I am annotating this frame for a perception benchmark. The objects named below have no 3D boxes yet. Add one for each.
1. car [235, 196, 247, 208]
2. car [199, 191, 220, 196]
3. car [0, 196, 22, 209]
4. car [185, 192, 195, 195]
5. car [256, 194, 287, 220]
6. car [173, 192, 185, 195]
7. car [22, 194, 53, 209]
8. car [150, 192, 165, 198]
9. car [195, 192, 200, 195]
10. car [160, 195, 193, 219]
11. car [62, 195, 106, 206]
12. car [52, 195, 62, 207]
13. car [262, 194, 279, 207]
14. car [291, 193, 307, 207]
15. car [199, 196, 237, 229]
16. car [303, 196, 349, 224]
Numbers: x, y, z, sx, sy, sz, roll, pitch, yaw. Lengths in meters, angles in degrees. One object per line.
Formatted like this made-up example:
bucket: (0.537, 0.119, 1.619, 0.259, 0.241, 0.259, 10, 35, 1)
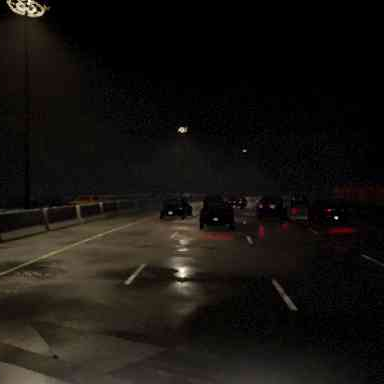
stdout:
car: (5.269, 1.109, 38.423, 2.033, 1.411, 5.357, 0, 1, 15)
car: (2.740, 0.995, 42.166, 1.882, 1.535, 5.008, 0, 1, 16)
car: (-20.434, 1.111, 37.118, 2.033, 1.411, 5.357, 0, 1, 12)
car: (1.057, 0.641, 76.338, 2.128, 1.511, 4.902, 0, 1, 26)
car: (6.004, 1.063, 25.392, 2.097, 1.767, 4.553, 0, 1, 10)
car: (-2.819, 0.637, 76.405, 1.812, 1.442, 4.674, 0, 1, 26)
car: (-16.581, 1.031, 38.116, 1.882, 1.535, 5.008, 0, 1, 14)
car: (-7.627, 0.694, 74.547, 1.994, 1.385, 4.181, 0, 1, 24)
car: (3.150, 0.666, 72.693, 1.837, 1.490, 4.892, 0, 1, 26)
car: (-1.133, 1.234, 25.283, 1.812, 1.442, 4.674, 0, 1, 9)
car: (-10.462, 1.089, 33.381, 1.882, 1.535, 5.008, 0, 1, 12)
car: (-13.184, 1.129, 37.258, 1.994, 1.385, 4.181, 0, 1, 13)
car: (9.858, 1.005, 41.625, 1.882, 1.535, 5.008, 0, 0, 16)
car: (13.172, 0.895, 40.454, 2.097, 1.767, 4.553, 0, 1, 16)
car: (1.567, 1.250, 19.831, 1.882, 1.535, 5.008, 0, 1, 7)
car: (9.003, 1.253, 22.247, 1.837, 1.490, 4.892, 0, 1, 9)
